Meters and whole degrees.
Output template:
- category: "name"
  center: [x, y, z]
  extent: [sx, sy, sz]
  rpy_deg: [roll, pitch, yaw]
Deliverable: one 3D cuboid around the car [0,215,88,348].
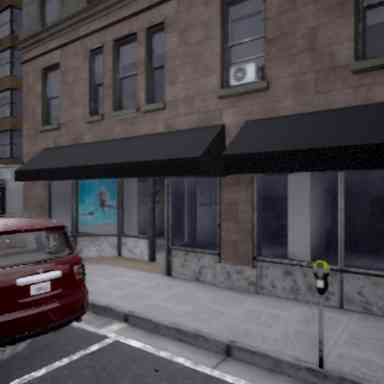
- category: "car"
  center: [-3.888, 1.321, 5.666]
  extent: [5.009, 1.841, 2.192]
  rpy_deg: [0, 0, 36]
